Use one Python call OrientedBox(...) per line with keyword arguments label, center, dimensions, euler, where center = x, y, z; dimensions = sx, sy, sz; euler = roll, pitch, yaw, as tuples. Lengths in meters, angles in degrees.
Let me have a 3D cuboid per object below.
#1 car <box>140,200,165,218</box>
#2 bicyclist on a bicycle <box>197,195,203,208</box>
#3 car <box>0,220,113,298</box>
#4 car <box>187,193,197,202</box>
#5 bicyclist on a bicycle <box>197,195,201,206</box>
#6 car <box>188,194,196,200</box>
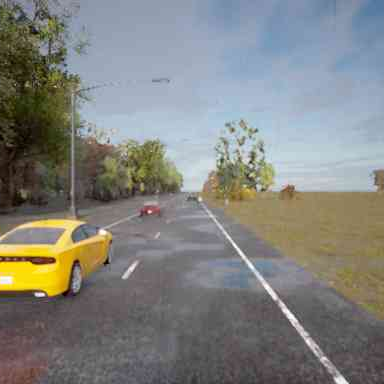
OrientedBox(label="car", center=(-3.383, 1.411, 28.955), dimensions=(1.812, 1.442, 4.674), euler=(0, 0, 0))
OrientedBox(label="bicyclist on a bicycle", center=(0.990, 1.274, 41.140), dimensions=(0.866, 1.612, 1.509), euler=(0, 1, 0))
OrientedBox(label="car", center=(-3.394, 1.443, 8.521), dimensions=(1.882, 1.535, 5.008), euler=(0, 0, 0))
OrientedBox(label="car", center=(0.045, 1.080, 70.271), dimensions=(2.097, 1.767, 4.553), euler=(0, 0, 0))
OrientedBox(label="bicyclist on a bicycle", center=(0.994, 1.256, 50.057), dimensions=(0.582, 1.620, 1.656), euler=(0, 0, 0))
OrientedBox(label="car", center=(0.052, 1.233, 80.704), dimensions=(1.994, 1.385, 4.181), euler=(0, 0, 0))
